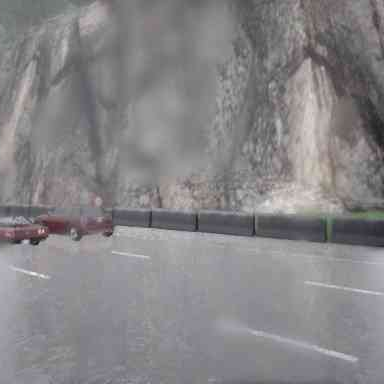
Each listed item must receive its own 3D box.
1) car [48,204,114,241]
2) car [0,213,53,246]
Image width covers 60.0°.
[{"bbox_3d":[-6.074,1.367,16.877,4.553,1.767,2.097,0,0,36],"label":"car"},{"bbox_3d":[-8.177,1.618,14.079,4.718,1.301,1.895,0,0,36],"label":"car"}]
